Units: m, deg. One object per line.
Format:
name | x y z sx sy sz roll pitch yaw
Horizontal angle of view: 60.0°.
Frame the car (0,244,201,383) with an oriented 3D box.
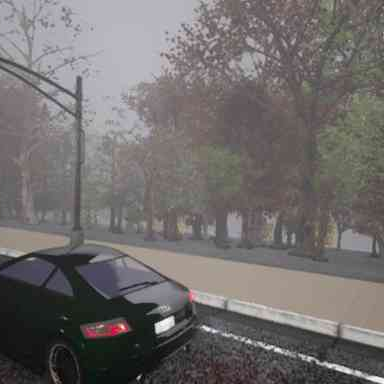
car | -1.944 1.515 5.072 4.181 1.385 1.994 0 0 36
